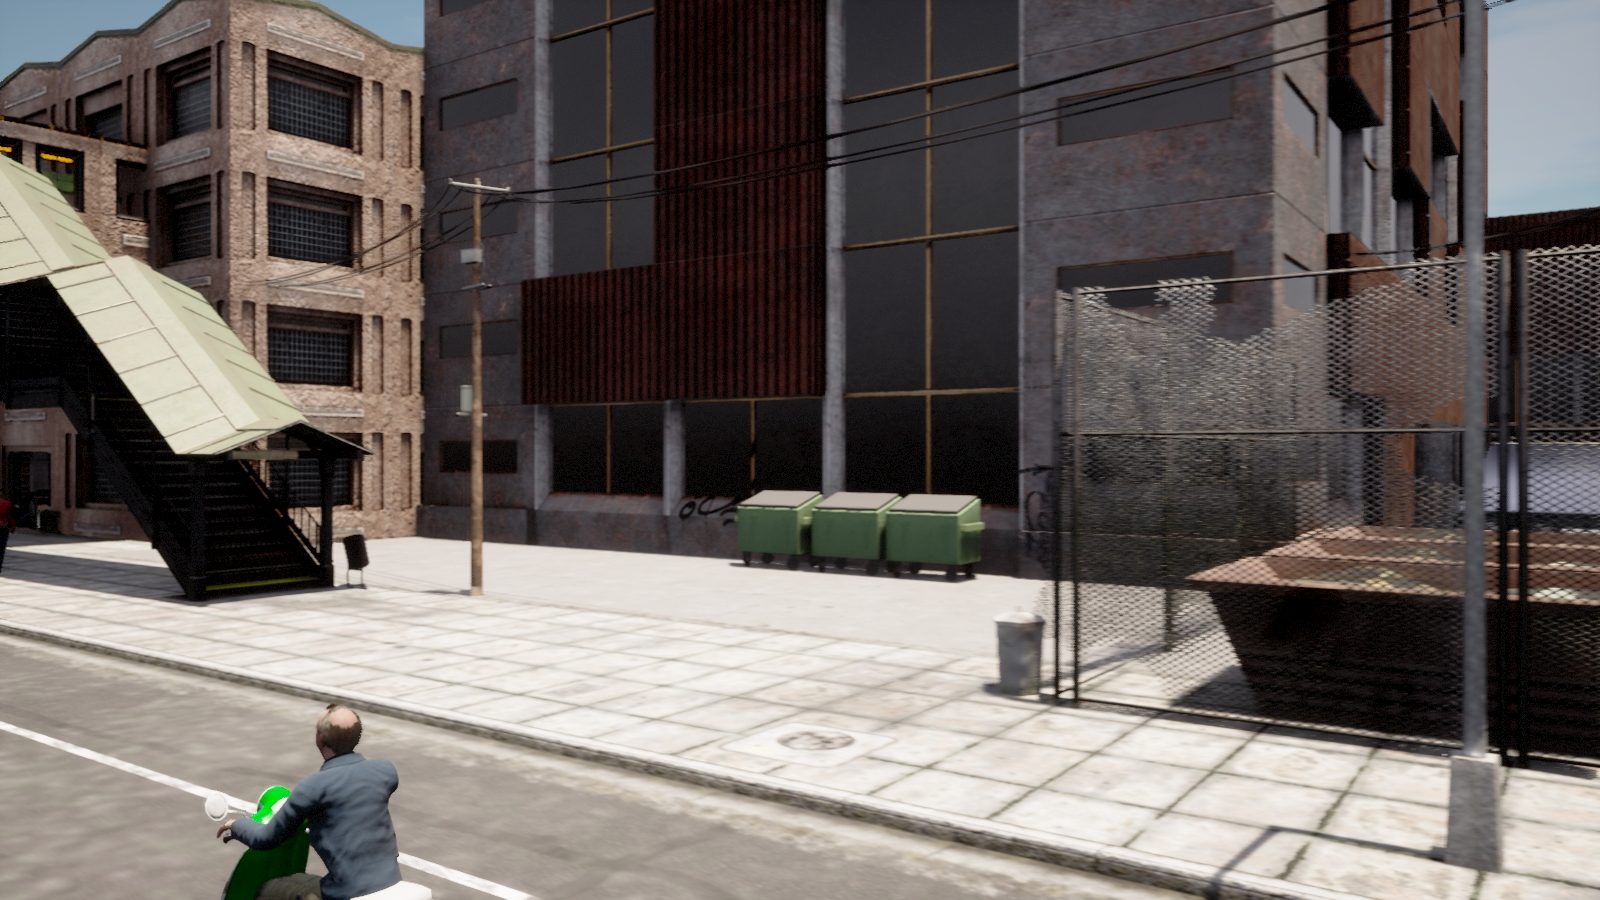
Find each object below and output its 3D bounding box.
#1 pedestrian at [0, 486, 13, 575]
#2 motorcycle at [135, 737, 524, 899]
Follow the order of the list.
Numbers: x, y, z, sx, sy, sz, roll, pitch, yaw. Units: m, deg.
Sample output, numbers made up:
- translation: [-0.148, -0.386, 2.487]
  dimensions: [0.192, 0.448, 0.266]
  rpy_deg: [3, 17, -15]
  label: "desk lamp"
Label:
- translation: [-16.984, 1.697, 24.248]
  dimensions: [0.375, 1.860, 0.375]
  rpy_deg: [0, 0, 41]
  label: "pedestrian"
- translation: [-2.236, 2.182, 5.358]
  dimensions: [1.805, 1.236, 0.856]
  rpy_deg: [0, 0, 35]
  label: "motorcycle"
